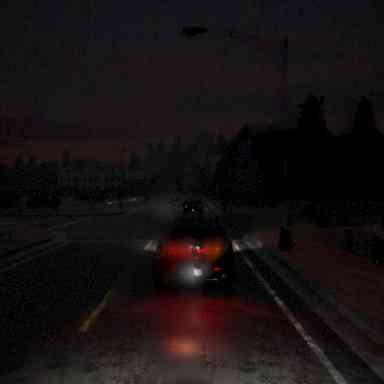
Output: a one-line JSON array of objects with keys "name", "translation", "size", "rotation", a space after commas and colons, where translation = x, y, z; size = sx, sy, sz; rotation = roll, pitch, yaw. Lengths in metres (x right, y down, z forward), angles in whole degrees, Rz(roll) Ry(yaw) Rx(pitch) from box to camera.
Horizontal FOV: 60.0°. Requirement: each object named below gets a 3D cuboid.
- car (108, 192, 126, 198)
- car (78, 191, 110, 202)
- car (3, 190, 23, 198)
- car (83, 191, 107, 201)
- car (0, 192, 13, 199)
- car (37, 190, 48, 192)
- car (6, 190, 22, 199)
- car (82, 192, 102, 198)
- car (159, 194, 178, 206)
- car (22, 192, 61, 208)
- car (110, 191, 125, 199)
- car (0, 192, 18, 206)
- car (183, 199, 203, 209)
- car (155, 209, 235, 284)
[{"name": "car", "translation": [-17.991, 0.690, 79.789], "size": [3.806, 1.475, 1.970], "rotation": [0, 0, 0]}, {"name": "car", "translation": [-17.252, 0.709, 57.671], "size": [4.605, 1.855, 1.932], "rotation": [0, 0, 0]}, {"name": "car", "translation": [-42.919, 0.534, 79.792], "size": [3.866, 1.878, 1.905], "rotation": [0, 0, 0]}, {"name": "car", "translation": [-17.665, 0.668, 60.576], "size": [3.866, 1.878, 1.905], "rotation": [0, 0, 0]}, {"name": "car", "translation": [-43.530, 0.841, 76.470], "size": [3.806, 1.475, 1.970], "rotation": [0, 0, 0]}, {"name": "car", "translation": [-35.051, 0.577, 76.507], "size": [4.605, 1.855, 1.932], "rotation": [0, 0, 0]}, {"name": "car", "translation": [-35.760, 0.865, 64.052], "size": [4.514, 1.523, 2.007], "rotation": [0, 0, 0]}, {"name": "car", "translation": [-25.040, 0.730, 83.451], "size": [4.514, 1.523, 2.007], "rotation": [0, 0, 0]}, {"name": "car", "translation": [-3.584, 1.160, 47.410], "size": [2.128, 1.511, 4.902], "rotation": [0, 0, 0]}, {"name": "car", "translation": [-17.387, 1.115, 39.090], "size": [3.633, 1.501, 1.845], "rotation": [0, 0, 0]}, {"name": "car", "translation": [-17.667, 0.656, 73.371], "size": [5.027, 1.636, 2.152], "rotation": [0, 0, 0]}, {"name": "car", "translation": [-24.808, 1.105, 42.069], "size": [3.806, 1.475, 1.970], "rotation": [0, 0, 0]}, {"name": "car", "translation": [0.095, 1.368, 33.211], "size": [1.895, 1.301, 4.718], "rotation": [0, 0, 0]}, {"name": "car", "translation": [0.075, 1.437, 9.357], "size": [1.837, 1.490, 4.892], "rotation": [0, 0, 0]}]
